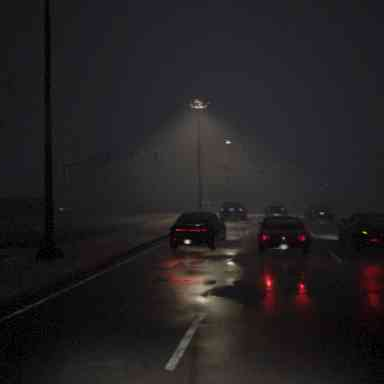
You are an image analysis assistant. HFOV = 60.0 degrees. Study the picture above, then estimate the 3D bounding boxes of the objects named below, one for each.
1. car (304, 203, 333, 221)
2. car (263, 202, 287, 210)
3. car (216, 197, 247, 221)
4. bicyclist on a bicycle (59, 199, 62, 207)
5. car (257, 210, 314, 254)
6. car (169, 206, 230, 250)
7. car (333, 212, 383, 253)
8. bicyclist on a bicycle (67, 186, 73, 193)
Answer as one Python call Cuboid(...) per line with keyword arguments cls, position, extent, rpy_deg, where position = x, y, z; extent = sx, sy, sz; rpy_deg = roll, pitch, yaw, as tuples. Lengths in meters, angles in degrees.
Cuboid(cls="car", position=(10.581, 1.634, 27.911), extent=(1.994, 1.385, 4.181), rpy_deg=(-1, 0, 13))
Cuboid(cls="car", position=(7.171, 1.613, 28.718), extent=(2.128, 1.511, 4.902), rpy_deg=(-1, 0, 13))
Cuboid(cls="car", position=(3.705, 1.520, 29.298), extent=(2.097, 1.767, 4.553), rpy_deg=(-1, -1, 13))
Cuboid(cls="bicyclist on a bicycle", position=(-25.747, 2.123, 65.163), extent=(0.582, 1.620, 1.656), rpy_deg=(0, 0, -20))
Cuboid(cls="car", position=(3.738, 1.656, 13.917), extent=(1.895, 1.301, 4.718), rpy_deg=(-1, 0, 13))
Cuboid(cls="car", position=(0.375, 1.614, 14.903), extent=(1.837, 1.490, 4.892), rpy_deg=(-1, 0, 13))
Cuboid(cls="car", position=(7.210, 1.532, 13.393), extent=(1.812, 1.442, 4.674), rpy_deg=(-1, 0, 13))
Cuboid(cls="bicyclist on a bicycle", position=(-23.147, -0.495, 63.389), extent=(0.582, 1.620, 1.656), rpy_deg=(36, 27, 1))
